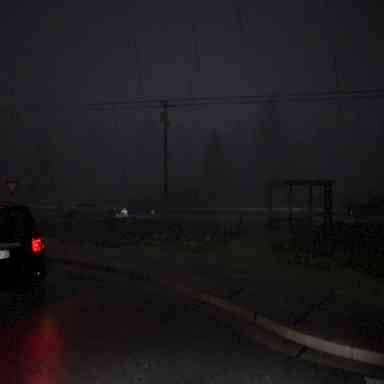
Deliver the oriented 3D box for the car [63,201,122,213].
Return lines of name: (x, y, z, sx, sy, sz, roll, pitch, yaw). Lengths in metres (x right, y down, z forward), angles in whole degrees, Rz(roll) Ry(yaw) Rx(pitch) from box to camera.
car: (-8.484, 1.494, 27.079, 4.674, 1.442, 1.812, 0, -1, -30)

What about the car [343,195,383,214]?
car: (15.641, 1.238, 27.562, 5.566, 2.045, 2.150, 0, 0, 10)

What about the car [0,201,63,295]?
car: (-5.518, 1.211, 7.548, 5.566, 2.045, 2.150, 0, 0, 38)

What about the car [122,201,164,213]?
car: (-4.788, 1.529, 31.288, 4.181, 1.385, 1.994, 0, 0, 10)
